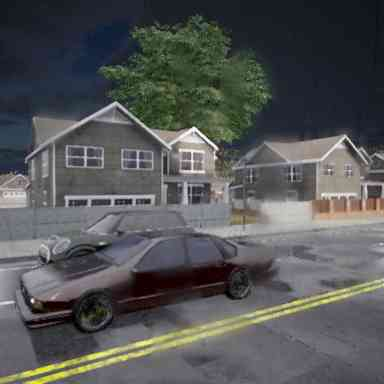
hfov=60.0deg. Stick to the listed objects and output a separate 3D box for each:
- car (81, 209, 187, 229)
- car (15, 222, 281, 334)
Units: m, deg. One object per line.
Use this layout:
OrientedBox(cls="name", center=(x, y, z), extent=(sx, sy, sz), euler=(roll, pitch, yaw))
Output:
OrientedBox(cls="car", center=(-2.029, 1.333, 9.812), extent=(4.553, 1.767, 2.097), euler=(0, 0, -32))
OrientedBox(cls="car", center=(-0.594, 1.533, 6.875), extent=(5.357, 1.411, 2.033), euler=(0, 0, -32))
